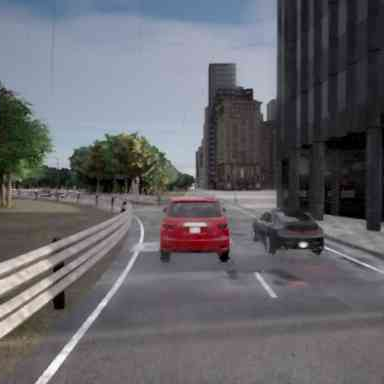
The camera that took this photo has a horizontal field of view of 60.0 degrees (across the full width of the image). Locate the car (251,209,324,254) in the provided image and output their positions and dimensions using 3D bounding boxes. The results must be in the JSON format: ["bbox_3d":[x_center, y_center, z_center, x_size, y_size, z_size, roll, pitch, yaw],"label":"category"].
[{"bbox_3d":[3.585,1.438,13.133,1.837,1.490,4.892,0,0,0],"label":"car"}]

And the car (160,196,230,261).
[{"bbox_3d":[0.086,1.162,12.164,2.150,2.045,5.566,0,0,0],"label":"car"}]

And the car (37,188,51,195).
[{"bbox_3d":[-34.100,0.100,76.440,2.150,2.045,5.566,-1,2,-39],"label":"car"}]

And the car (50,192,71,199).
[{"bbox_3d":[-26.960,0.701,69.063,4.892,1.490,1.837,2,2,44],"label":"car"}]
